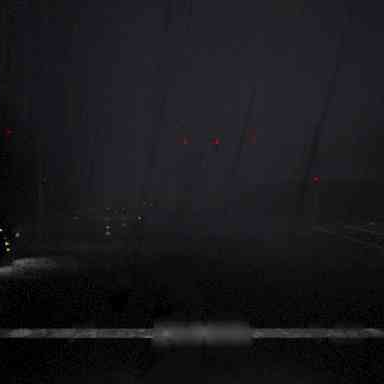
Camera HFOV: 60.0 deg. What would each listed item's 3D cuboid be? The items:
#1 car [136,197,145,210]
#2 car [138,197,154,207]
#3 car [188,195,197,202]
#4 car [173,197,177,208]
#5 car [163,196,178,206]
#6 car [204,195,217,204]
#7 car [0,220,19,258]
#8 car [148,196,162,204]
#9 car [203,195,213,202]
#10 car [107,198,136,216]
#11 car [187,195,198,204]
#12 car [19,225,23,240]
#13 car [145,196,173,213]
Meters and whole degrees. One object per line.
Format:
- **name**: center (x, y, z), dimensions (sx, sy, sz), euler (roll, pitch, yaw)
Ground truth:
- **car**: center (-7.061, 1.478, 42.245), dimensions (1.882, 1.535, 5.008), euler (0, 0, 0)
- **car**: center (-7.051, 1.505, 51.731), dimensions (1.837, 1.490, 4.892), euler (0, 0, 0)
- **car**: center (0.057, 1.413, 73.933), dimensions (1.994, 1.385, 4.181), euler (0, 0, 0)
- **car**: center (-3.559, 1.564, 45.614), dimensions (1.994, 1.385, 4.181), euler (0, 0, 0)
- **car**: center (-3.537, 1.492, 55.672), dimensions (2.128, 1.511, 4.902), euler (0, 0, 0)
- **car**: center (3.549, 1.352, 63.791), dimensions (2.097, 1.767, 4.553), euler (0, 0, 0)
- **car**: center (-8.053, 1.591, 10.298), dimensions (4.181, 1.385, 1.994), euler (0, 0, 0)
- **car**: center (-7.004, 1.490, 63.417), dimensions (2.128, 1.511, 4.902), euler (0, 0, 1)
- **car**: center (3.557, 1.386, 73.930), dimensions (2.128, 1.511, 4.902), euler (0, 0, 0)
- **car**: center (-7.069, 1.526, 32.951), dimensions (1.812, 1.442, 4.674), euler (0, 0, 0)
- **car**: center (0.049, 1.505, 63.823), dimensions (1.837, 1.490, 4.892), euler (0, 0, 0)
- **car**: center (-9.670, 1.528, 13.794), dimensions (4.902, 1.511, 2.128), euler (0, 0, 0)
- **car**: center (-3.560, 1.352, 37.045), dimensions (2.097, 1.767, 4.553), euler (0, 0, 0)
